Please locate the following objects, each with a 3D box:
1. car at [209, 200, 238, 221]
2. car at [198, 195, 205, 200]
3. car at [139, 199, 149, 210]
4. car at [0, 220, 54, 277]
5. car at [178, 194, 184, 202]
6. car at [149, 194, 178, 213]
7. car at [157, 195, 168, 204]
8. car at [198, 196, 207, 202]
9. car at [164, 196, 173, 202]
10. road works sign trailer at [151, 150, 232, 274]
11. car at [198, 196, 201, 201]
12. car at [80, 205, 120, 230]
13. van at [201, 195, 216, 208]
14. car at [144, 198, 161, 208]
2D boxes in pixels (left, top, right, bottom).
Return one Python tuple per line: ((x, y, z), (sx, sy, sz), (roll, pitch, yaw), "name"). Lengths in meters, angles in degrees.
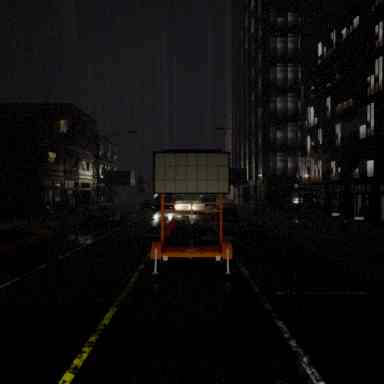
((2.669, 1.555, 26.528), (2.008, 1.369, 4.403), (0, 0, 0), "car")
((2.622, 1.582, 92.988), (1.752, 1.417, 4.829), (0, 0, 0), "car")
((-5.723, 1.562, 43.092), (2.008, 1.369, 4.403), (0, 0, 0), "car")
((-5.699, 1.526, 9.776), (1.752, 1.417, 4.829), (0, 0, 0), "car")
((-3.053, 1.262, 79.060), (2.150, 2.045, 5.566), (0, 0, 0), "car")
((-3.128, 1.229, 37.696), (2.150, 2.045, 5.566), (0, 0, 0), "car")
((-5.739, 1.470, 65.188), (1.967, 1.590, 4.097), (0, 0, 0), "car")
((2.630, 1.596, 81.771), (2.008, 1.369, 4.403), (0, 0, 0), "car")
((-5.750, 1.627, 81.761), (1.802, 1.307, 4.206), (0, 0, 0), "car")
((-0.007, 0.465, 10.545), (2.380, 3.560, 2.880), (0, 0, 0), "road works sign trailer")
((2.642, 1.555, 65.367), (1.752, 1.417, 4.829), (0, 0, 0), "car")
((-5.707, 1.553, 20.996), (2.008, 1.369, 4.403), (0, 0, 0), "car")
((2.652, 1.357, 48.625), (1.690, 1.788, 3.998), (0, 0, 0), "van")
((-5.727, 1.560, 48.616), (1.887, 1.381, 4.507), (0, 0, 0), "car")
